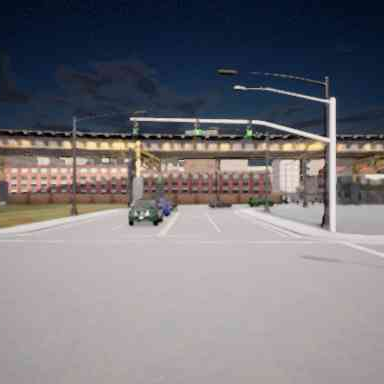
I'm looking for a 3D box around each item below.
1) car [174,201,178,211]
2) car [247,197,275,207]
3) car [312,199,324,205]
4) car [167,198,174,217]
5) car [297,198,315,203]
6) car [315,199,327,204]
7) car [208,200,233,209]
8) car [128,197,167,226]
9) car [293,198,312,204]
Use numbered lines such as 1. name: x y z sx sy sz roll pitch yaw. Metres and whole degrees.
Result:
1. car: -3.234 2.007 47.529 2.128 1.511 4.902 0 -1 6
2. car: 13.514 1.962 65.137 5.566 2.045 2.150 0 -1 -24
3. car: 32.382 2.433 83.483 2.038 1.542 4.974 0 -1 31
4. car: -3.587 1.628 37.077 2.150 2.045 5.566 0 -1 0
5. car: 29.320 2.291 85.697 1.853 1.218 4.536 0 -1 -29
6. car: 32.409 2.276 83.530 1.853 1.218 4.536 0 -1 31
7. car: 5.093 2.202 58.858 2.033 1.411 5.357 0 -1 39
8. car: -3.584 1.520 26.675 2.150 2.045 5.566 0 -1 1
9. car: 29.345 2.448 85.650 2.038 1.542 4.974 0 -1 -29
